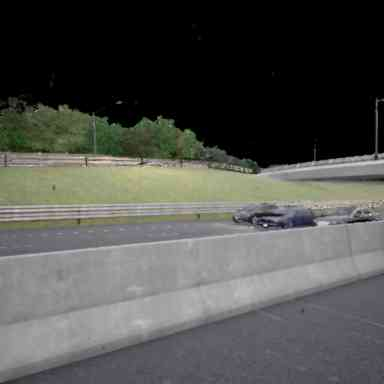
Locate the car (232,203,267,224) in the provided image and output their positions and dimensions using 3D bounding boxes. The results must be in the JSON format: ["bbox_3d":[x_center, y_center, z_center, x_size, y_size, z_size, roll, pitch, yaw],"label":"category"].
[{"bbox_3d":[5.119,1.601,24.882,4.892,1.490,1.837,0,0,-36],"label":"car"}]

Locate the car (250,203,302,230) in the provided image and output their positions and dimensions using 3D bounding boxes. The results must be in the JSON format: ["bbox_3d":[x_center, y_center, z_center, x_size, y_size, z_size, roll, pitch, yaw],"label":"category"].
[{"bbox_3d":[6.584,1.639,21.624,5.357,1.411,2.033,0,0,-36],"label":"car"}]

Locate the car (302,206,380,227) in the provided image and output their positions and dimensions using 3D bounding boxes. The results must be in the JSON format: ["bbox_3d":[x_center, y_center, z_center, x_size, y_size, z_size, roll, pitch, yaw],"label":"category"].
[{"bbox_3d":[8.852,1.584,18.945,4.902,1.511,2.128,0,0,-36],"label":"car"}]
